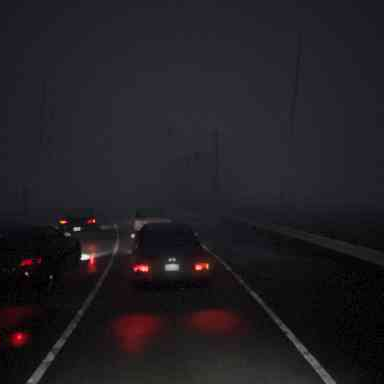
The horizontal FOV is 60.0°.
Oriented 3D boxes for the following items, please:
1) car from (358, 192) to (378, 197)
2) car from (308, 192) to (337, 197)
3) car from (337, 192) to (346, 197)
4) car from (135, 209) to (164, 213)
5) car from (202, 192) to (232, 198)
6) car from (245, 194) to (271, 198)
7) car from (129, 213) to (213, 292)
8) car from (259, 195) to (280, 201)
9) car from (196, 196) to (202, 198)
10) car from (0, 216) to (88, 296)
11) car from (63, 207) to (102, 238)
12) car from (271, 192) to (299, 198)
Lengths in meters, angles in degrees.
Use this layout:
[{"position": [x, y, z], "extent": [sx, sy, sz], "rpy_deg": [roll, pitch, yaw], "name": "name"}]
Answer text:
[{"position": [40.228, 1.093, 76.112], "extent": [5.566, 2.045, 2.150], "rpy_deg": [0, 0, -34], "name": "car"}, {"position": [26.292, 1.106, 68.155], "extent": [5.566, 2.045, 2.150], "rpy_deg": [0, 0, -22], "name": "car"}, {"position": [35.318, 1.084, 81.193], "extent": [5.566, 2.045, 2.150], "rpy_deg": [0, 0, -34], "name": "car"}, {"position": [-2.394, 1.568, 18.547], "extent": [1.895, 1.301, 4.718], "rpy_deg": [0, 0, -12], "name": "car"}, {"position": [5.548, 1.101, 67.988], "extent": [5.566, 2.045, 2.150], "rpy_deg": [0, 0, -19], "name": "car"}, {"position": [11.888, 1.241, 62.883], "extent": [4.553, 1.767, 2.097], "rpy_deg": [0, 0, -19], "name": "car"}, {"position": [-0.705, 1.531, 9.047], "extent": [2.033, 1.411, 5.357], "rpy_deg": [0, 0, -7], "name": "car"}, {"position": [17.797, 1.419, 76.121], "extent": [4.181, 1.385, 1.994], "rpy_deg": [0, 0, -20], "name": "car"}, {"position": [2.850, 1.230, 70.716], "extent": [4.553, 1.767, 2.097], "rpy_deg": [0, 0, -20], "name": "car"}, {"position": [-4.220, 1.548, 8.602], "extent": [1.994, 1.385, 4.181], "rpy_deg": [0, 0, -6], "name": "car"}, {"position": [-5.706, 1.494, 17.210], "extent": [1.812, 1.442, 4.674], "rpy_deg": [0, 0, -13], "name": "car"}, {"position": [21.010, 1.096, 73.596], "extent": [5.566, 2.045, 2.150], "rpy_deg": [0, 0, -20], "name": "car"}]
